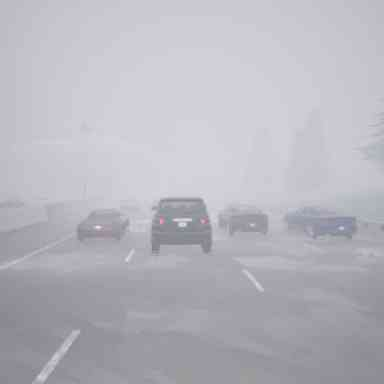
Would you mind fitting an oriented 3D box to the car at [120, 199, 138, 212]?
[{"bbox_3d":[-6.961,1.453,36.739,1.895,1.301,4.718,0,0,-10],"label":"car"}]

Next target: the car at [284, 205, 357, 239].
[{"bbox_3d":[6.244,1.398,16.768,1.882,1.535,5.008,0,0,-5],"label":"car"}]

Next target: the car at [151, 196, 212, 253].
[{"bbox_3d":[-0.497,1.163,13.674,2.150,2.045,5.566,0,0,-4],"label":"car"}]

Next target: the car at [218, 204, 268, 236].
[{"bbox_3d":[2.627,1.397,18.109,1.882,1.535,5.008,0,0,-5],"label":"car"}]

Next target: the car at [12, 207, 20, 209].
[{"bbox_3d":[-21.984,1.455,40.440,1.895,1.301,4.718,0,0,-10],"label":"car"}]

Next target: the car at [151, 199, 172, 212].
[{"bbox_3d":[-3.447,1.448,36.952,1.895,1.301,4.718,0,0,-10],"label":"car"}]

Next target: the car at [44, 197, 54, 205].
[{"bbox_3d":[-18.703,1.370,42.019,1.812,1.442,4.674,0,0,-10],"label":"car"}]

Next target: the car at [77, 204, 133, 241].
[{"bbox_3d":[-4.252,1.499,16.422,1.994,1.385,4.181,0,0,-5],"label":"car"}]

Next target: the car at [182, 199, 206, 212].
[{"bbox_3d":[0.095,1.443,36.980,1.895,1.301,4.718,0,0,-9],"label":"car"}]
